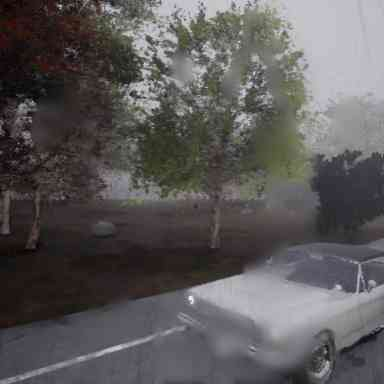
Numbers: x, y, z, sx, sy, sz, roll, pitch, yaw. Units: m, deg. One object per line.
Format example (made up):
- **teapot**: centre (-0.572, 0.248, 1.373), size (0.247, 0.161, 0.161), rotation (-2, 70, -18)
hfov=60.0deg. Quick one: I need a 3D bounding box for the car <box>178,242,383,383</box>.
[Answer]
- **car**: centre (2.113, 1.602, 5.456), size (4.718, 1.301, 1.895), rotation (0, 0, -39)
